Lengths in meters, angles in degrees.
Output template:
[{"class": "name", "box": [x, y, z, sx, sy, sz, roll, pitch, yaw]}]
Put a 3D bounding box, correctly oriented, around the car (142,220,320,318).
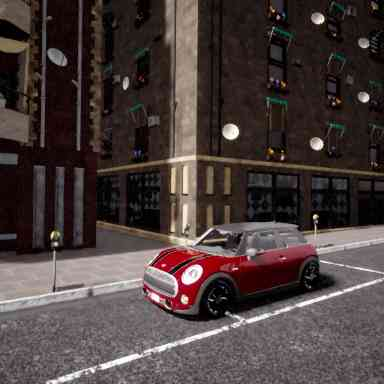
[{"class": "car", "box": [0.944, 1.442, 7.358, 4.097, 1.590, 1.967, 0, 1, -35]}]
